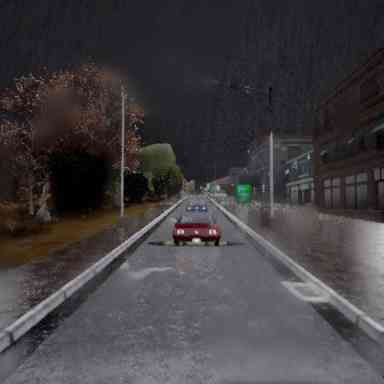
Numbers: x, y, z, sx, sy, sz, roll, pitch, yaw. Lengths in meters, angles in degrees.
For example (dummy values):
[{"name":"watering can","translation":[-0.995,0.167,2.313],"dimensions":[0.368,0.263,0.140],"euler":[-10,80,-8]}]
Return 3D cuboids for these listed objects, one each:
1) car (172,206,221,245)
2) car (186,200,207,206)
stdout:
[{"name":"car","translation":[0.211,1.521,14.693],"dimensions":[1.895,1.301,4.718],"euler":[1,0,1]},{"name":"car","translation":[0.432,1.350,29.706],"dimensions":[1.895,1.301,4.718],"euler":[0,1,1]}]
